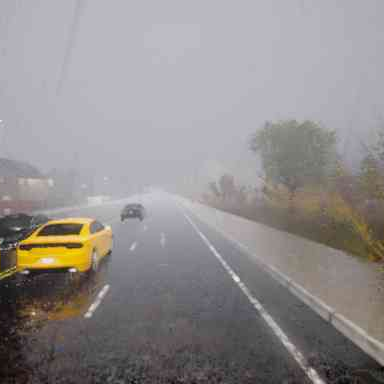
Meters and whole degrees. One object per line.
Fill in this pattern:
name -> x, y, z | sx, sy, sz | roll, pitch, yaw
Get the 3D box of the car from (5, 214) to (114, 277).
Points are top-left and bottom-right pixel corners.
car -> -3.809, 1.587, 10.852 | 1.882, 1.535, 5.008 | -1, 0, -4

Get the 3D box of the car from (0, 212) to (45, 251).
car -> -7.539, 1.705, 14.742 | 1.837, 1.490, 4.892 | -1, 0, -4

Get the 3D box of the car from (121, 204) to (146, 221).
car -> -5.108, 1.719, 29.305 | 2.033, 1.411, 5.357 | -1, 0, -4
